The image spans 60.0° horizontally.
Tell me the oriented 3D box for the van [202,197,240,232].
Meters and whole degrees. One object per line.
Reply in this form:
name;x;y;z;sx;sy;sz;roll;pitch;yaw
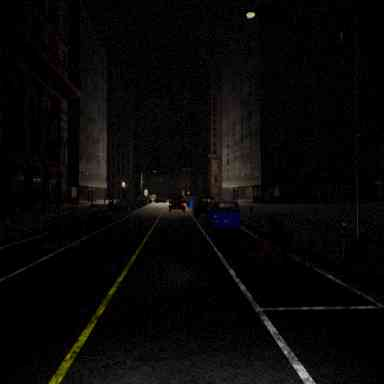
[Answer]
van;1.773;1.347;19.811;1.690;1.788;3.998;1;0;-3

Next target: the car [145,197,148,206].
car;-8.379;1.617;52.111;1.887;1.381;4.507;1;0;-3

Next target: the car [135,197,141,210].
car;-7.834;1.592;41.206;2.008;1.369;4.403;1;0;-3

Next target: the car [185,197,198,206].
car;-0.137;1.636;57.984;1.887;1.381;4.507;1;0;-3

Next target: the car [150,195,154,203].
car;-8.924;1.667;63.016;2.008;1.369;4.403;1;0;-3

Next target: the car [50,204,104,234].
car;-6.744;1.552;19.395;1.887;1.381;4.507;1;0;-3

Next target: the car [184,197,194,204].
car;-0.683;1.724;68.889;1.802;1.307;4.206;0;0;-3

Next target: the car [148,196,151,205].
car;-8.652;1.675;57.563;1.802;1.307;4.206;1;0;-3

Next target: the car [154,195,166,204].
car;-6.244;1.691;65.878;1.994;1.385;4.181;0;0;-2

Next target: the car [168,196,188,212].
car;-1.790;1.562;39.353;1.812;1.442;4.674;0;0;-3

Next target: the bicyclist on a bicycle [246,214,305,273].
bicyclist on a bicycle;2.311;1.433;9.180;1.656;1.620;0.582;0;0;-3

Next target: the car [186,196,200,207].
car;0.136;1.511;52.532;1.967;1.590;4.097;1;0;-3

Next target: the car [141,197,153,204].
car;-9.197;1.709;68.468;1.947;1.339;4.313;1;0;-3

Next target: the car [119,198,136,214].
car;-7.562;1.581;35.753;2.008;1.369;4.403;1;0;-3

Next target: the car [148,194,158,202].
car;-10.012;1.556;84.827;2.192;1.841;5.009;0;0;-3

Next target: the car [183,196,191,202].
car;-1.227;1.749;79.795;1.887;1.381;4.507;0;0;-3

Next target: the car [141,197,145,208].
car;-8.105;1.495;46.659;1.967;1.590;4.097;1;0;-3

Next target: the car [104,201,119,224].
car;-7.017;1.563;24.847;2.008;1.369;4.403;1;0;-3

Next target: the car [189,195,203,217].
car;1.228;1.335;30.718;2.192;1.841;5.009;1;0;-3

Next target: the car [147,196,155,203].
car;-9.733;1.730;79.203;1.752;1.417;4.829;0;0;-3

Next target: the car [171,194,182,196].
car;-2.296;1.284;49.613;2.150;2.045;5.566;0;0;-3
